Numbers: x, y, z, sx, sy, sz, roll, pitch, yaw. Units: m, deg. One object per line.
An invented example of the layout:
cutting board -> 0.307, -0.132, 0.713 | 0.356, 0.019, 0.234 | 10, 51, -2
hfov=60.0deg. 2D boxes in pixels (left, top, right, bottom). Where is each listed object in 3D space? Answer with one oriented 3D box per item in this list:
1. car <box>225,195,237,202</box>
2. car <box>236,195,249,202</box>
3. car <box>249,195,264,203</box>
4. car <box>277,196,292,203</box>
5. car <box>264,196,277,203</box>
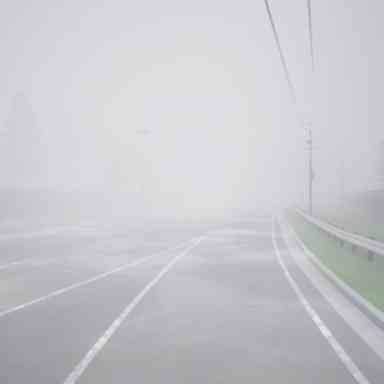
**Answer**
car -> 10.566, 1.731, 89.852 | 2.150, 2.045, 5.566 | 0, 0, 20
car -> 13.992, 2.108, 89.028 | 1.895, 1.301, 4.718 | 0, 0, 20
car -> 17.121, 2.039, 87.397 | 2.128, 1.511, 4.902 | 0, 0, 20
car -> 23.688, 2.048, 84.971 | 2.128, 1.511, 4.902 | 0, 0, 20
car -> 20.559, 2.117, 86.603 | 1.895, 1.301, 4.718 | 0, 0, 20
